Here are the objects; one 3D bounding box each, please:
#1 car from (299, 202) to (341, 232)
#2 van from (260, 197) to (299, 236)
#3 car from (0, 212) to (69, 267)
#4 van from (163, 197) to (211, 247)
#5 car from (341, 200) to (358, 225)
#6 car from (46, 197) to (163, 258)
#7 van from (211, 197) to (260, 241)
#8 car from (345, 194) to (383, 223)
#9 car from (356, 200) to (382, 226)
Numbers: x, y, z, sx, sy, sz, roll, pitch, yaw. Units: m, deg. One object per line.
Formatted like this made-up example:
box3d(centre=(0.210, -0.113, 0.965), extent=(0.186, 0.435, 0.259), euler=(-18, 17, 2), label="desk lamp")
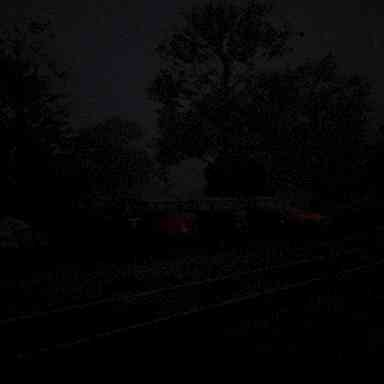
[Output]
box3d(centre=(5.669, 1.468, 19.936), extent=(5.366, 1.575, 1.946), euler=(-1, -1, 34), label="car")
box3d(centre=(3.191, 1.251, 18.246), extent=(4.442, 1.987, 1.878), euler=(-1, -1, 34), label="van")
box3d(centre=(-6.584, 1.542, 11.374), extent=(4.674, 1.452, 2.002), euler=(-1, -1, 34), label="car")
box3d(centre=(-1.648, 1.263, 14.774), extent=(4.442, 1.987, 1.878), euler=(-1, -1, 34), label="van")
box3d(centre=(7.906, 1.498, 21.787), extent=(4.792, 1.488, 2.163), euler=(-1, 0, 34), label="car")
box3d(centre=(-4.192, 1.245, 13.120), extent=(5.566, 2.045, 2.435), euler=(-1, 0, 34), label="car")
box3d(centre=(0.770, 1.257, 16.510), extent=(4.442, 1.987, 1.878), euler=(-1, -1, 34), label="van")
box3d(centre=(12.740, 1.205, 25.259), extent=(5.566, 2.045, 2.435), euler=(-1, 0, 34), label="car")
box3d(centre=(10.377, 1.491, 23.494), extent=(4.792, 1.488, 2.163), euler=(-1, -1, 34), label="car")
